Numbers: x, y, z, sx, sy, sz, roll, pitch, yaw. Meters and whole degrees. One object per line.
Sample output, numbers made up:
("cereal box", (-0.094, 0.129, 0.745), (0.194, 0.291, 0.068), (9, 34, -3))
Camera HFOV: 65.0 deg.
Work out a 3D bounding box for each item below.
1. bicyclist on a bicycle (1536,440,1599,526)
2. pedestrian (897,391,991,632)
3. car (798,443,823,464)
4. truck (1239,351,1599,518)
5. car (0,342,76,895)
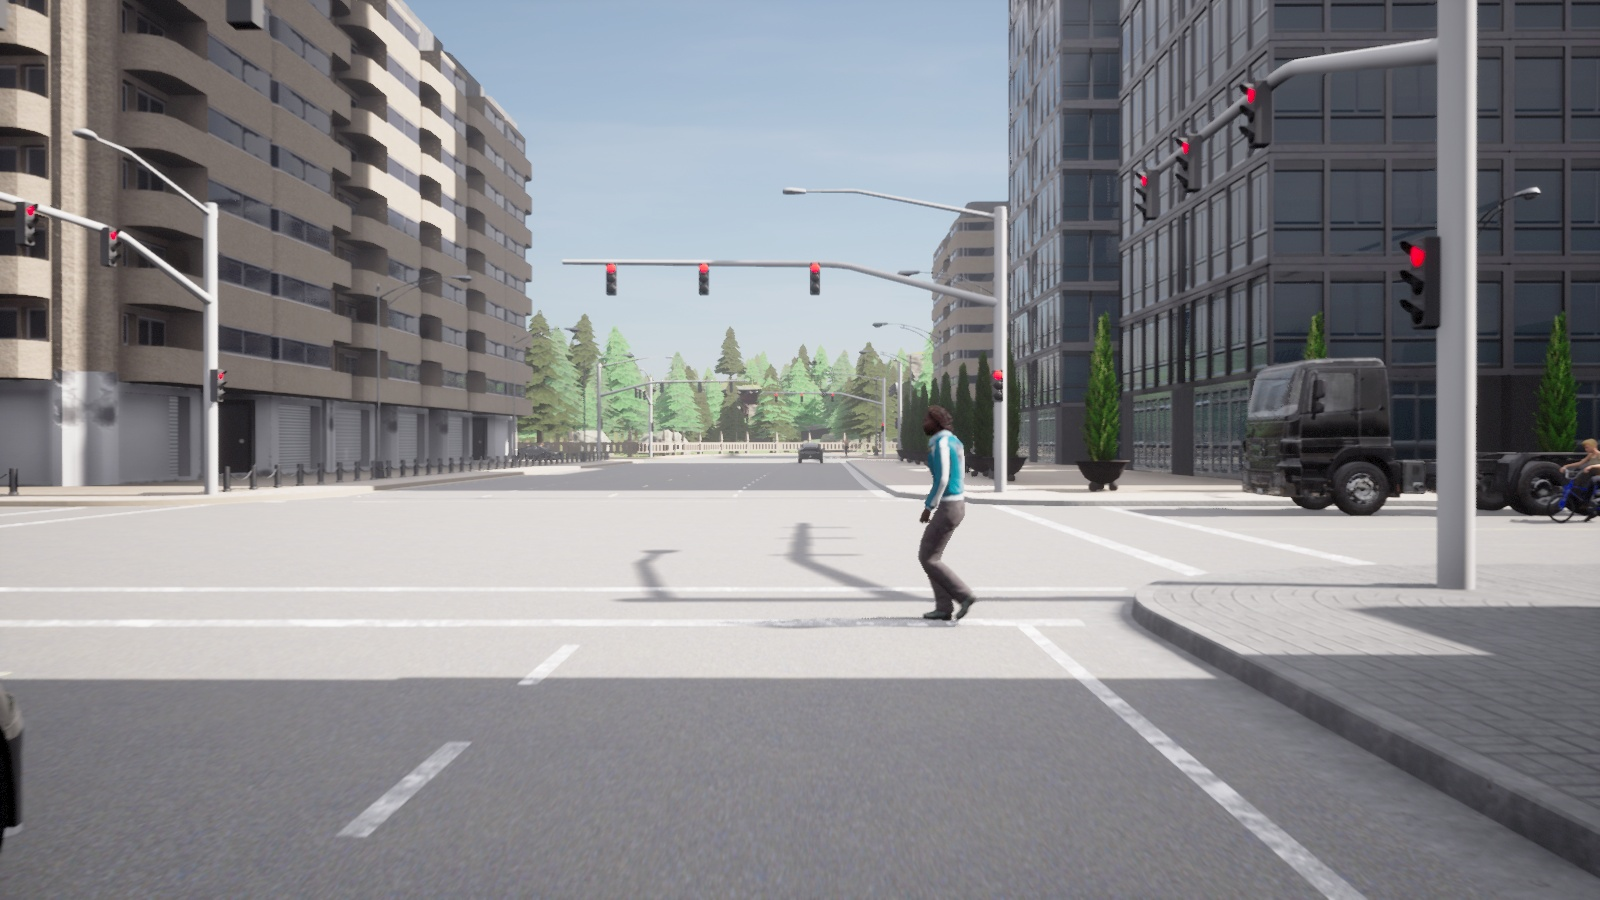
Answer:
("bicyclist on a bicycle", (15.089, 0.615, 24.028), (1.509, 1.612, 0.866), (0, 0, 1))
("pedestrian", (1.188, 0.489, 10.326), (0.692, 1.930, 0.396), (0, 0, 20))
("car", (0.802, 0.227, 93.178), (1.837, 1.490, 4.892), (0, 0, 1))
("truck", (14.103, -0.324, 27.538), (7.936, 3.462, 2.891), (0, 0, 1))
("car", (-3.475, 0.513, 1.629), (2.152, 1.651, 5.027), (0, 0, 0))
